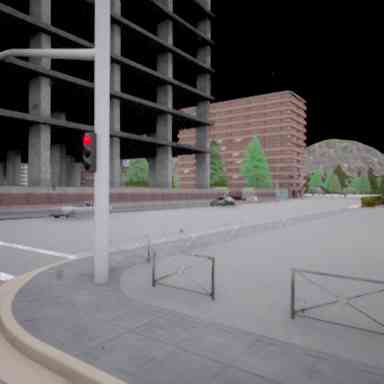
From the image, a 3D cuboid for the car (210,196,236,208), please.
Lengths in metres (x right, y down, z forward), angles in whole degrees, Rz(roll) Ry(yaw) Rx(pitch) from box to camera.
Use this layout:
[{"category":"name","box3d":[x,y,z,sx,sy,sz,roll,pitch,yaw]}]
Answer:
[{"category":"car","box3d":[4.154,1.313,43.970,1.812,1.442,4.674,0,0,35]}]

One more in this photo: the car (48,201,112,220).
[{"category":"car","box3d":[-8.637,1.388,25.968,1.895,1.301,4.718,1,0,35]}]
